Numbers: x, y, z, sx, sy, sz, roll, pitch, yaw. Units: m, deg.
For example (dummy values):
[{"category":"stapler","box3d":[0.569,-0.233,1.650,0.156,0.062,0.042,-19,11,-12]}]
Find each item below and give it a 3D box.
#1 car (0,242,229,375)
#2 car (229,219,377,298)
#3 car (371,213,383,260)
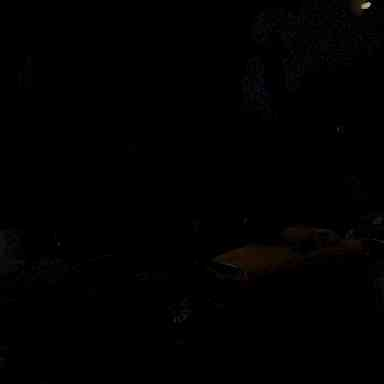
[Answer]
[{"category":"car","box3d":[-1.719,1.566,5.424,4.313,1.339,1.947,0,0,-36]},{"category":"car","box3d":[2.567,1.525,8.488,4.829,1.417,1.752,0,0,-36]},{"category":"car","box3d":[7.128,1.441,11.749,4.097,1.590,1.967,0,0,-36]}]
